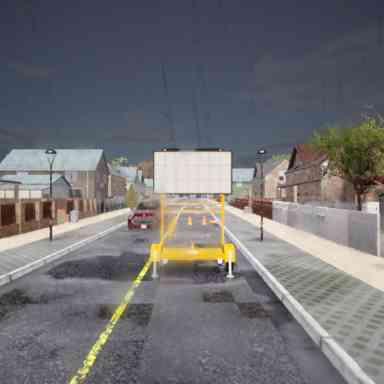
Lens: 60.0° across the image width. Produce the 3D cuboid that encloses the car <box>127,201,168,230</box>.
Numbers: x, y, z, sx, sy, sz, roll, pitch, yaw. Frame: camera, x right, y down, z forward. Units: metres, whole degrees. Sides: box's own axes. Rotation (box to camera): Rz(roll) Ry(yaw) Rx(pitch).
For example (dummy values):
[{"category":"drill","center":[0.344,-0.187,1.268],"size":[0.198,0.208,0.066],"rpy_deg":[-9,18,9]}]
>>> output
[{"category":"car","center":[-2.728,1.375,21.092],"size":[2.097,1.767,4.553],"rpy_deg":[0,0,0]}]

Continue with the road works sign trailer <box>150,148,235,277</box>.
[{"category":"road works sign trailer","center":[0.024,0.471,10.199],"size":[2.380,3.560,2.880],"rpy_deg":[0,0,0]}]
